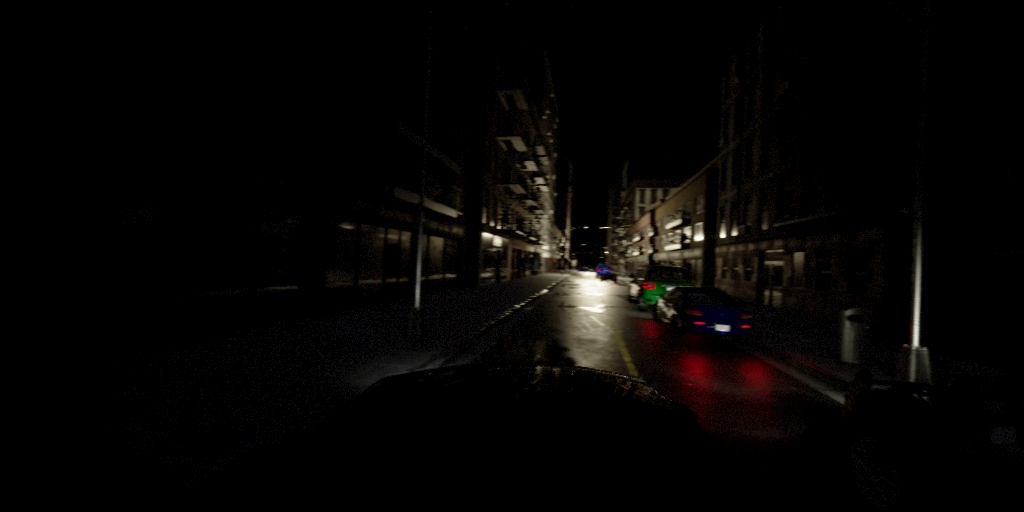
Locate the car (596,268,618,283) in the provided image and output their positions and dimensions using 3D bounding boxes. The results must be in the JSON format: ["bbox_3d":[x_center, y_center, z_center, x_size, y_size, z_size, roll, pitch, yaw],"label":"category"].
[{"bbox_3d":[10.971,2.381,40.977,1.895,1.301,4.718,2,-1,12],"label":"car"}]

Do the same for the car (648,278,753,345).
[{"bbox_3d":[5.641,1.646,11.040,1.812,1.442,4.674,3,-1,12],"label":"car"}]

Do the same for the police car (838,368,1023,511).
[{"bbox_3d":[3.638,1.338,1.358,1.930,1.638,5.238,2,-1,12],"label":"police car"}]

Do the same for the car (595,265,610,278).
[{"bbox_3d":[13.312,2.283,52.429,2.150,2.045,5.566,2,-1,12],"label":"car"}]

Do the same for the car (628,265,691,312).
[{"bbox_3d":[6.879,1.476,16.947,2.150,2.045,5.566,2,-1,12],"label":"car"}]
